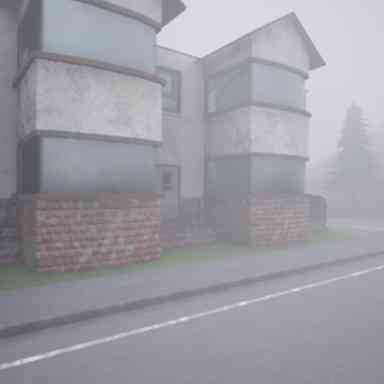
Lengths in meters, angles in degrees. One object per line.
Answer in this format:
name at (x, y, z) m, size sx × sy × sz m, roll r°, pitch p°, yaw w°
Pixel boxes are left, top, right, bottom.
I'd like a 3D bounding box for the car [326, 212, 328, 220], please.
car at (8.279, 1.583, 26.291) m, size 2.128 × 1.511 × 4.902 m, roll 0°, pitch 0°, yaw -35°
